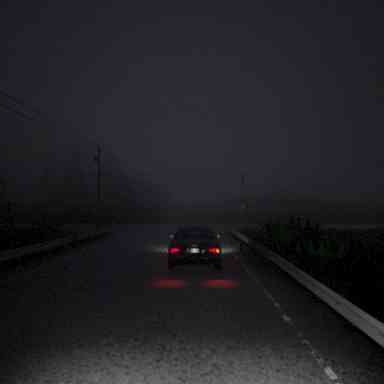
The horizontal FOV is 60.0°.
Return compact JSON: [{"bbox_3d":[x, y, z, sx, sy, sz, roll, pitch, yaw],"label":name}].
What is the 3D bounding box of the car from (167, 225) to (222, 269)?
[{"bbox_3d":[0.116,1.963,12.610,2.033,1.411,5.357,0,-3,1],"label":"car"}]
